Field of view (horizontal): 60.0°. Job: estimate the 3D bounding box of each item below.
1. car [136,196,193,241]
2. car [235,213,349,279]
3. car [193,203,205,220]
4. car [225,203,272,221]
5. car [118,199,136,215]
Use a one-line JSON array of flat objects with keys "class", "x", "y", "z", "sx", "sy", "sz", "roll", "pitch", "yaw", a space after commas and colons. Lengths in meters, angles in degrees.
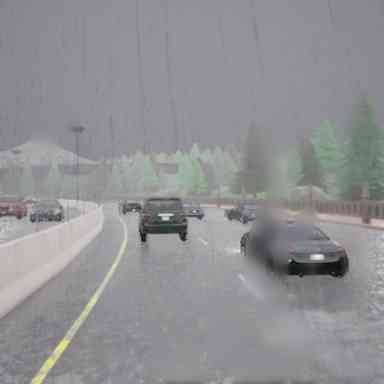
[{"class": "car", "x": -1.598, "y": 1.228, "z": 16.892, "sx": 2.150, "sy": 2.045, "sz": 5.566, "roll": 0, "pitch": 0, "yaw": -10}, {"class": "car", "x": 2.849, "y": 1.553, "z": 10.090, "sx": 1.994, "sy": 1.385, "sz": 4.181, "roll": 0, "pitch": 0, "yaw": -6}, {"class": "car", "x": -0.503, "y": 1.550, "z": 27.835, "sx": 2.033, "sy": 1.411, "sz": 5.357, "roll": 0, "pitch": 0, "yaw": -16}, {"class": "car", "x": 4.022, "y": 1.533, "z": 24.261, "sx": 2.033, "sy": 1.411, "sz": 5.357, "roll": 0, "pitch": 0, "yaw": -13}, {"class": "car", "x": -6.506, "y": 1.529, "z": 34.735, "sx": 1.837, "sy": 1.490, "sz": 4.892, "roll": 0, "pitch": 0, "yaw": -20}]
